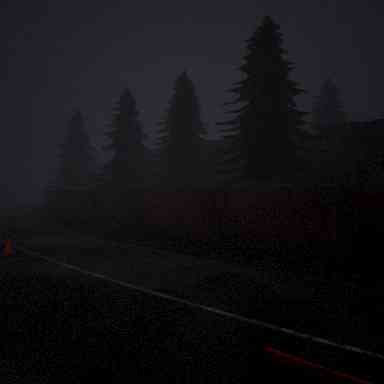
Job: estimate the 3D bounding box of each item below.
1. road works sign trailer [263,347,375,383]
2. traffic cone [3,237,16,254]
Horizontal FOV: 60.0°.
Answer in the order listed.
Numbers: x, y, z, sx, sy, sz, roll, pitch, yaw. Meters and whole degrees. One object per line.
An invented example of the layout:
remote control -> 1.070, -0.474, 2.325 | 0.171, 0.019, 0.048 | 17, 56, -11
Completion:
road works sign trailer -> 1.904, 0.489, 2.788 | 2.880, 3.560, 2.380 | 0, 0, 41
traffic cone -> -6.872, 1.990, 12.496 | 0.340, 0.580, 0.340 | 0, 0, 41
